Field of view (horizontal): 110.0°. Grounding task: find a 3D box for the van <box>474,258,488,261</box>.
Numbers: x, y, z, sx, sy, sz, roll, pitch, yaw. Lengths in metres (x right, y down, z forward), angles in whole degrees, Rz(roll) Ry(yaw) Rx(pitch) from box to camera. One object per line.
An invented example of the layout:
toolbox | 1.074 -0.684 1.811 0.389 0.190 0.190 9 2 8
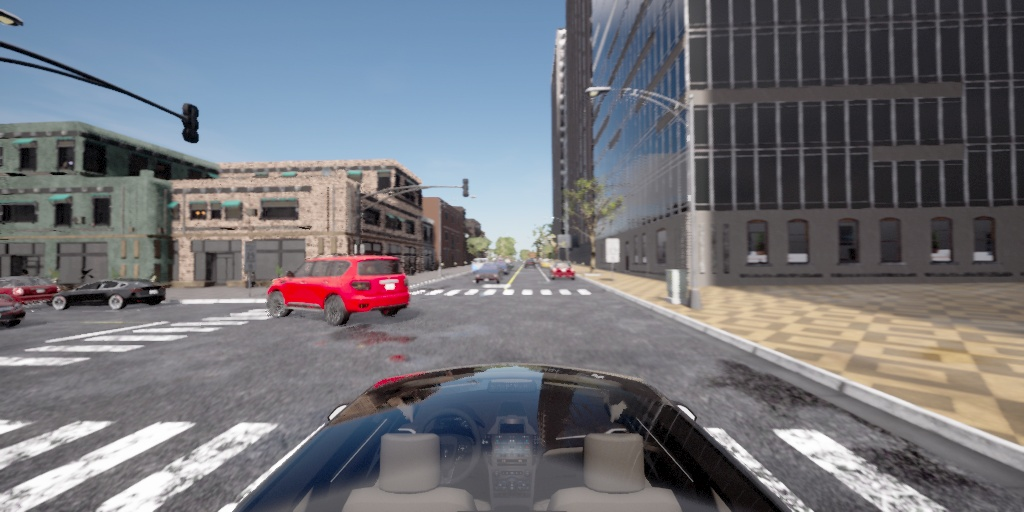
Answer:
van | -3.625 1.155 41.936 1.690 1.789 3.998 0 0 3

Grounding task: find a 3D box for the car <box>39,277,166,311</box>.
car | -18.599 1.734 16.680 4.313 1.339 1.948 0 0 4

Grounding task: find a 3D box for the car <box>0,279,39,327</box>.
car | -17.742 1.580 10.832 4.674 1.442 1.812 -1 -1 4

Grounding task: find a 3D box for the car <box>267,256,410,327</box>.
car | -5.924 1.039 12.095 5.566 2.045 2.150 -1 -1 32

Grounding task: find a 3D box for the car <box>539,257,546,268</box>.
car | 5.567 1.268 58.267 1.751 1.417 4.829 0 0 3

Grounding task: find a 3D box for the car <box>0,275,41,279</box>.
car | -24.136 1.712 17.023 4.097 1.591 1.967 0 0 4

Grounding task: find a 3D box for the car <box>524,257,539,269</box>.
car | 2.940 1.271 57.720 1.837 1.490 4.892 -1 0 3

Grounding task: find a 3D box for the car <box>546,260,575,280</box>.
car | 4.203 1.173 30.456 1.967 1.591 4.097 0 0 3

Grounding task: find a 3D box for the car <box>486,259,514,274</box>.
car | -1.198 1.336 38.535 2.033 1.411 5.357 -1 0 3

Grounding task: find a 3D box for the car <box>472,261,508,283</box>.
car | -1.704 1.333 28.359 2.033 1.411 5.357 -1 0 3
